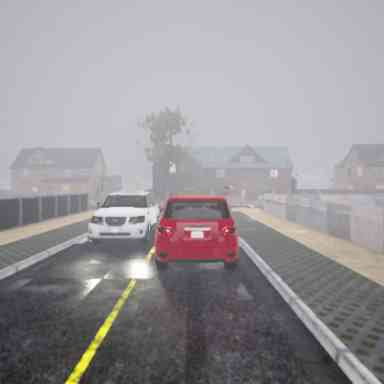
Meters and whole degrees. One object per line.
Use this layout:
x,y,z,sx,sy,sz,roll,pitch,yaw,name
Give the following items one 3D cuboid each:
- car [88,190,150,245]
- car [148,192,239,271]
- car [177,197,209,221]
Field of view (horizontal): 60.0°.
-2.749,0.972,14.600,2.150,2.045,5.566,0,1,0,car
0.104,1.042,10.446,2.150,2.045,5.566,0,1,0,car
0.134,1.140,24.261,2.033,1.411,5.357,0,1,2,car
